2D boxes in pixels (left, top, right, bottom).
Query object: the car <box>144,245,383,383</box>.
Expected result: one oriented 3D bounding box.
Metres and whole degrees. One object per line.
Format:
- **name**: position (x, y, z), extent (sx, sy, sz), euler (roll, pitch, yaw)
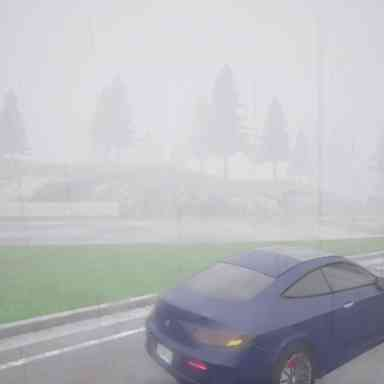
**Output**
- **car**: position (1.581, 1.532, 4.836), extent (4.674, 1.442, 1.812), euler (0, 0, -35)
